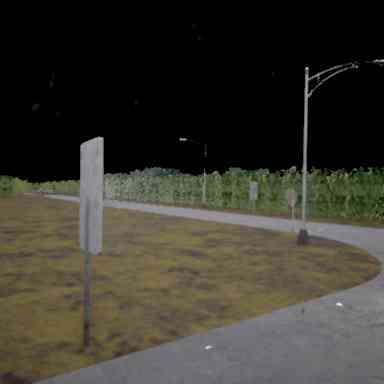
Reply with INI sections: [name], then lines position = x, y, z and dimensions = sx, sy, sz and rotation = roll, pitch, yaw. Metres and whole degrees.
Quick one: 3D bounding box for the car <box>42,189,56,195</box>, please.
[car]
position = -35.804, 0.058, 84.267
dimensions = 2.128, 1.511, 4.902
rotation = 1, 0, -35
